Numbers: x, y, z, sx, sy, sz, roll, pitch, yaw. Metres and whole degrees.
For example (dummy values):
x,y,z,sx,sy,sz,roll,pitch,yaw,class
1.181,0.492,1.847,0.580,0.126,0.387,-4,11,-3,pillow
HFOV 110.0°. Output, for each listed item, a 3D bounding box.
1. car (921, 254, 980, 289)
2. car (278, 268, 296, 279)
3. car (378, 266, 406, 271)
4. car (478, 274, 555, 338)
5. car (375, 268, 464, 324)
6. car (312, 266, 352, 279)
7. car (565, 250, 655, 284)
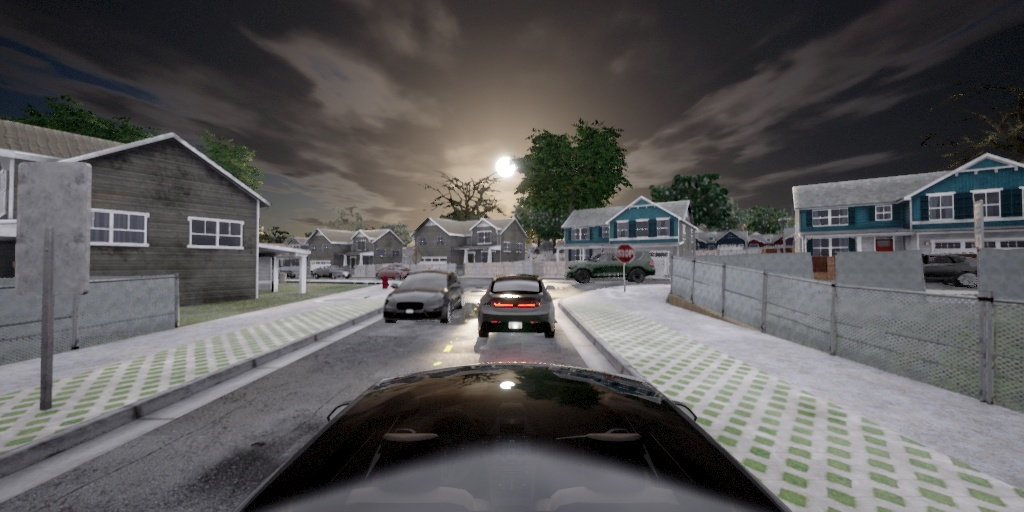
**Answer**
x,y,z,sx,sy,sz,roll,pitch,yaw,class
18.495,0.680,16.535,4.892,1.490,1.837,-2,-2,36,car
-27.725,2.091,42.831,4.181,1.385,1.994,-2,-2,30,car
-10.482,1.548,32.645,4.181,1.385,1.994,-2,-2,32,car
0.163,1.254,10.192,1.837,1.490,4.892,0,0,2,car
-2.754,1.256,12.073,1.837,1.490,4.892,0,0,0,car
-19.024,1.745,37.822,4.902,1.511,2.128,-2,-2,30,car
6.213,0.710,23.025,5.566,2.045,2.150,-2,-2,6,car
